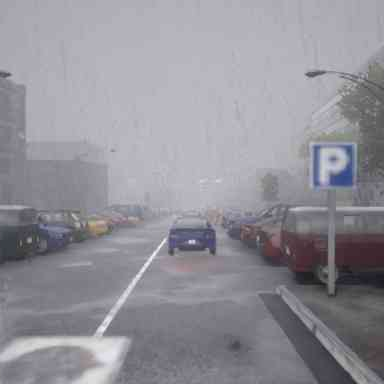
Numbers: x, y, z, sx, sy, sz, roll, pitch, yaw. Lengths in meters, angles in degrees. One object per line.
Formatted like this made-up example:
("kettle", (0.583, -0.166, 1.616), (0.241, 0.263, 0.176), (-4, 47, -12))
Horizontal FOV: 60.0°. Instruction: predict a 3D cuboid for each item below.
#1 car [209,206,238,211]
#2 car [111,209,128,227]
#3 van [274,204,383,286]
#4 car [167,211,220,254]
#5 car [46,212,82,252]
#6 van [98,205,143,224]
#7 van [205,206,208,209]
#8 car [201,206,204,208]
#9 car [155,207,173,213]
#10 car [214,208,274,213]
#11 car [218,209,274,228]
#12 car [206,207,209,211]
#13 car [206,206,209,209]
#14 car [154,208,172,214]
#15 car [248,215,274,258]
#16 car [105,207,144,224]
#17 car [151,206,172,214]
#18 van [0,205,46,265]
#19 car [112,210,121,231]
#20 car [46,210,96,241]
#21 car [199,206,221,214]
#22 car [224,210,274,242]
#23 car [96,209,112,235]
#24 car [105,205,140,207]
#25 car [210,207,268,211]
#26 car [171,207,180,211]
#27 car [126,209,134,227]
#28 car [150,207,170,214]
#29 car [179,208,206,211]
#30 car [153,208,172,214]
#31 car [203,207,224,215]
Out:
("car", (4.618, 2.716, 39.672), (4.553, 1.767, 2.185), (0, -2, 0))
("car", (-7.676, 2.273, 25.564), (4.674, 1.452, 2.002), (0, -2, 0))
("van", (4.767, 1.361, 8.996), (4.442, 1.987, 1.878), (0, -2, 0))
("car", (0.000, 1.777, 14.687), (1.882, 1.535, 5.008), (0, -2, 0))
("car", (-7.685, 1.752, 14.286), (5.008, 1.535, 2.097), (0, -2, 0))
("van", (-7.796, 2.483, 36.605), (4.442, 1.987, 1.878), (0, -2, 0))
("van", (4.534, 2.976, 48.048), (4.442, 1.987, 1.878), (0, -2, 0))
("car", (4.620, 3.798, 64.790), (4.553, 1.767, 2.185), (0, -2, 0))
("car", (-7.710, 4.956, 91.681), (4.553, 1.767, 2.185), (0, -2, 0))
("car", (4.836, 2.357, 28.501), (5.366, 1.575, 1.946), (0, -2, 0))
("car", (4.680, 2.269, 25.709), (4.792, 1.488, 2.163), (0, -2, 0))
("car", (4.644, 2.963, 42.456), (4.892, 1.521, 2.231), (0, -2, 0))
("car", (4.657, 3.083, 45.248), (4.892, 1.521, 2.231), (0, -2, 0))
("car", (-7.708, 4.985, 88.739), (4.792, 1.488, 2.163), (0, -2, 0))
("car", (4.680, 1.693, 11.773), (4.792, 1.488, 2.163), (0, -2, 0))
("car", (-7.494, 2.470, 31.144), (5.366, 1.575, 1.946), (0, -2, 0))
("car", (-7.707, 4.198, 77.009), (5.566, 2.045, 2.435), (0, -2, 0))
("van", (-7.796, 1.430, 11.521), (4.442, 1.987, 1.878), (0, -2, 0))
("car", (-7.651, 2.142, 22.777), (4.792, 1.488, 2.163), (0, -2, 0))
("car", (-7.648, 1.742, 17.079), (4.553, 1.767, 2.185), (0, -2, 0))
("car", (4.623, 4.635, 87.124), (5.566, 2.045, 2.435), (0, -2, 0))
("car", (4.621, 2.029, 20.127), (4.792, 1.488, 2.163), (0, -2, 0))
("car", (-7.865, 1.990, 19.989), (5.366, 1.575, 1.946), (0, -2, 0))
("car", (-7.708, 2.337, 33.817), (5.566, 2.045, 2.435), (0, -2, 0))
("car", (4.836, 2.598, 34.083), (5.366, 1.575, 1.946), (0, -2, 0))
("car", (-2.999, 4.370, 74.831), (1.837, 1.490, 4.892), (0, -2, 0))
("car", (-7.677, 2.388, 28.228), (4.674, 1.452, 2.002), (0, -2, 0))
("car", (-7.647, 4.445, 79.814), (4.553, 1.767, 2.185), (0, -2, 0))
("car", (0.000, 2.418, 29.707), (1.882, 1.535, 5.008), (0, -3, 0))
("car", (-7.676, 4.869, 85.802), (4.674, 1.452, 2.002), (0, -2, 0))
("car", (4.682, 4.159, 73.163), (4.553, 1.767, 2.185), (0, -2, 0))
